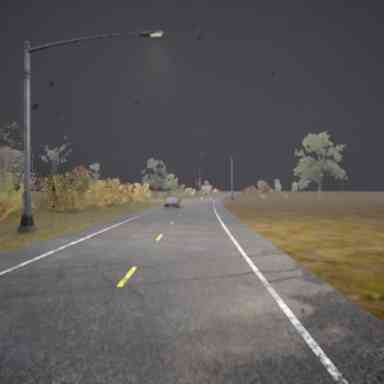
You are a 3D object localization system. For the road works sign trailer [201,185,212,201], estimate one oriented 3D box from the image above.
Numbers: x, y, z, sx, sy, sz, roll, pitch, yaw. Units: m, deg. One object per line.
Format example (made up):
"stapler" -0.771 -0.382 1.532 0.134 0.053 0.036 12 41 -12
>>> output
"road works sign trailer" 3.147 0.230 72.235 2.380 3.560 2.880 0 0 5

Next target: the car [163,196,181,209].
"car" -2.459 1.343 42.479 1.882 1.535 5.008 0 0 3
